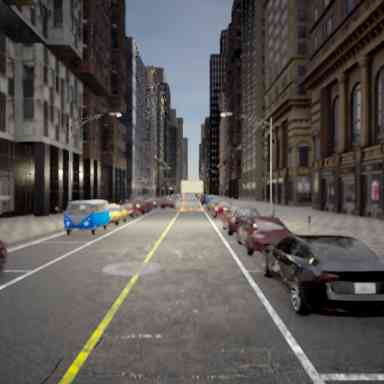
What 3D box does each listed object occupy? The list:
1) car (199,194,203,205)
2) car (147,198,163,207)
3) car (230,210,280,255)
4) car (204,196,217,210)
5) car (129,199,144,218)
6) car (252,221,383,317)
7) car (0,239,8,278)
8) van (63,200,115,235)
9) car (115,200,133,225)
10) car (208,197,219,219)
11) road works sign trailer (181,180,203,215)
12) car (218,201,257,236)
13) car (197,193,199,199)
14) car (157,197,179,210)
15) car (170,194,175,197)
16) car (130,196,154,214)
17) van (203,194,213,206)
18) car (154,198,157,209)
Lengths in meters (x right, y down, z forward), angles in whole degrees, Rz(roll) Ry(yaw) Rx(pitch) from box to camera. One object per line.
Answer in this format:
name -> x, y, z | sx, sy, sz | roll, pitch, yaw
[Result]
car -> 2.766, 1.379, 57.799 | 2.192, 1.841, 5.009 | 0, 0, 0
car -> -5.758, 1.606, 52.185 | 2.008, 1.369, 4.403 | 0, 0, 0
car -> 2.763, 1.594, 12.985 | 1.802, 1.307, 4.206 | 0, 0, 0
car -> 2.765, 1.567, 41.164 | 1.752, 1.417, 4.829 | 0, 0, 0
car -> -5.761, 1.611, 29.776 | 1.802, 1.307, 4.206 | 0, 0, 0
car -> 2.762, 1.573, 7.383 | 1.947, 1.339, 4.313 | 0, 0, 0
car -> -5.763, 1.588, 7.367 | 1.802, 1.307, 4.206 | 0, 0, 0
van -> -5.763, 1.358, 18.572 | 1.690, 1.788, 3.998 | 0, 0, 0
car -> -5.761, 1.548, 24.004 | 1.752, 1.417, 4.829 | 0, 0, 0
car -> 2.764, 1.469, 29.790 | 1.967, 1.590, 4.097 | 0, 0, 0
road works sign trailer -> 0.004, 0.499, 34.835 | 2.380, 3.560, 2.880 | 0, 0, 0
car -> 2.763, 1.458, 18.586 | 1.967, 1.590, 4.097 | 0, 0, 0
car -> 2.768, 1.397, 69.002 | 2.192, 1.841, 5.009 | 0, 0, 0
car -> -3.085, 1.645, 43.715 | 1.895, 1.301, 4.718 | 0, 0, 0
car -> -5.756, 1.645, 80.195 | 1.887, 1.381, 4.507 | 0, 0, 0
car -> -5.761, 1.350, 35.379 | 2.192, 1.841, 5.009 | 0, 0, 0
van -> 2.765, 1.389, 46.596 | 1.690, 1.788, 3.998 | 0, 0, 0
car -> -5.760, 1.623, 40.981 | 1.802, 1.307, 4.206 | 0, 0, 0
